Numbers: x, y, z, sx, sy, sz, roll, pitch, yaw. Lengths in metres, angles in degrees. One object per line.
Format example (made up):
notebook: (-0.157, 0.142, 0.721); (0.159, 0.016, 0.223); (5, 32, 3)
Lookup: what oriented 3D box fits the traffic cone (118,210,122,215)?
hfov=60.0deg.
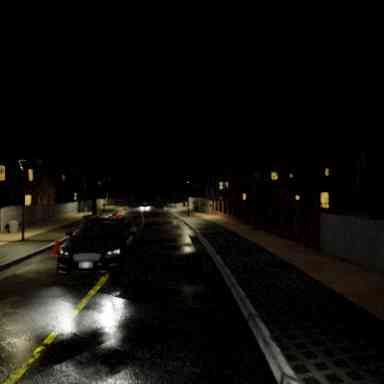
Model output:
traffic cone: (-7.205, 2.251, 31.997); (0.340, 0.580, 0.340); (0, 0, -9)

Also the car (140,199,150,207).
car: (-9.004, 2.052, 63.571); (2.128, 1.511, 4.902); (0, -1, -9)

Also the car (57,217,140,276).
car: (-2.790, 1.585, 10.768); (2.128, 1.511, 4.902); (0, 0, -3)
